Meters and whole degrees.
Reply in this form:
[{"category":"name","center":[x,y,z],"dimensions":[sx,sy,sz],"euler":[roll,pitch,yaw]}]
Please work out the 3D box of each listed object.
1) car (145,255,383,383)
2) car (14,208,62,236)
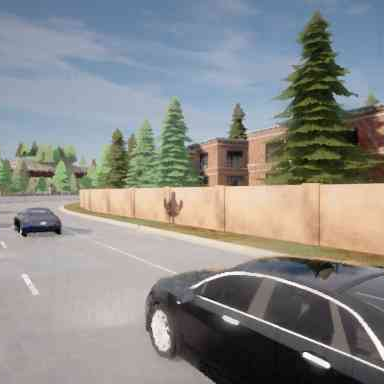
[{"category":"car","center":[1.144,1.505,3.786],"dimensions":[1.837,1.490,4.892],"euler":[0,0,-34]},{"category":"car","center":[-8.644,1.564,18.503],"dimensions":[1.994,1.385,4.181],"euler":[0,0,-34]}]
